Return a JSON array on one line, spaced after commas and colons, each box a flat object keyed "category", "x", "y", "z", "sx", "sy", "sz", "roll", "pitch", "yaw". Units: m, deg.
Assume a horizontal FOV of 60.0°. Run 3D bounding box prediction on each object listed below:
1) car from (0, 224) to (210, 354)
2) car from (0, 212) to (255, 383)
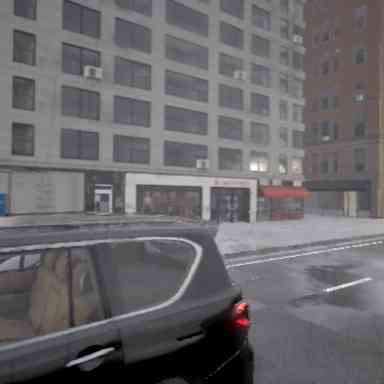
[{"category": "car", "x": -2.154, "y": 1.522, "z": 6.139, "sx": 4.892, "sy": 1.490, "sz": 1.837, "roll": 1, "pitch": 0, "yaw": -35}, {"category": "car", "x": -2.034, "y": 1.216, "z": 2.236, "sx": 5.566, "sy": 2.045, "sz": 2.150, "roll": 1, "pitch": 0, "yaw": -35}]
